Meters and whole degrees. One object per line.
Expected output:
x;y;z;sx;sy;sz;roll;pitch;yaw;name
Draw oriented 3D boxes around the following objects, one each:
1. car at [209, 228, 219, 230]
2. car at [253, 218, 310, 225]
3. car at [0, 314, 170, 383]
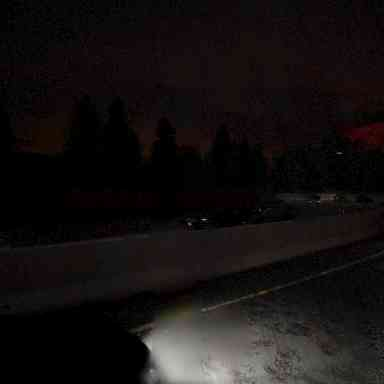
1.637;1.424;19.295;4.902;1.511;2.128;-1;0;-44;car
4.495;1.444;17.179;4.674;1.442;1.812;-1;0;-44;car
-2.189;1.574;2.287;4.181;1.385;1.994;0;0;-36;car
